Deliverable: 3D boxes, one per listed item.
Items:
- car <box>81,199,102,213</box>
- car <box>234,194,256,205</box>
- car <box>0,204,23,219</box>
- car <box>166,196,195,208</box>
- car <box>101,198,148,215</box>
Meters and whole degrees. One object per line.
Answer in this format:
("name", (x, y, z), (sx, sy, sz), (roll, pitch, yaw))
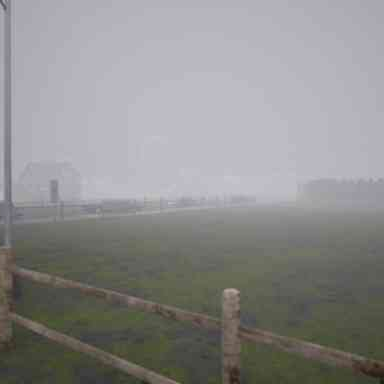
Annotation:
("car", (-8.853, 1.370, 33.608), (1.882, 1.535, 5.008), (-1, 0, 34))
("car", (8.566, 1.102, 53.760), (2.097, 1.767, 4.553), (-1, 0, 35))
("car", (-15.228, 1.488, 24.161), (2.033, 1.411, 5.357), (-1, 0, 32))
("car", (-1.466, 1.328, 44.317), (2.128, 1.511, 4.902), (-1, 0, 35))
("car", (-6.232, 1.434, 32.195), (1.994, 1.385, 4.181), (-1, 0, 34))
